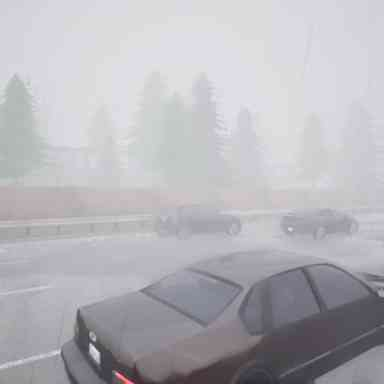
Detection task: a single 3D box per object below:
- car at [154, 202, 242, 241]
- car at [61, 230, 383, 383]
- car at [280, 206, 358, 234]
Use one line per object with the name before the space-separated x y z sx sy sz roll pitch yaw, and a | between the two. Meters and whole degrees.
car | 0.407 1.352 16.934 4.553 1.767 2.097 0 0 -36
car | 1.140 1.548 4.559 5.357 1.411 2.033 0 0 -35
car | 6.597 1.505 17.051 4.892 1.490 1.837 0 0 -36
